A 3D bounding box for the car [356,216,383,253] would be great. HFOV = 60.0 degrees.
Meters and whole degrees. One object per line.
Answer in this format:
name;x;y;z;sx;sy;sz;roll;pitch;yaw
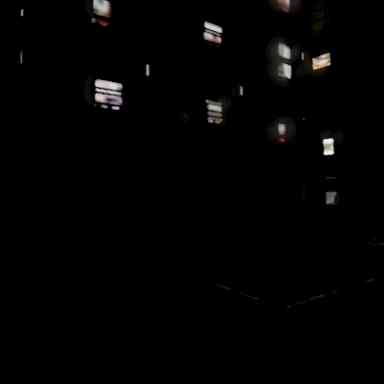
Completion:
car;7.662;1.466;12.036;4.403;1.369;2.008;0;0;-36
